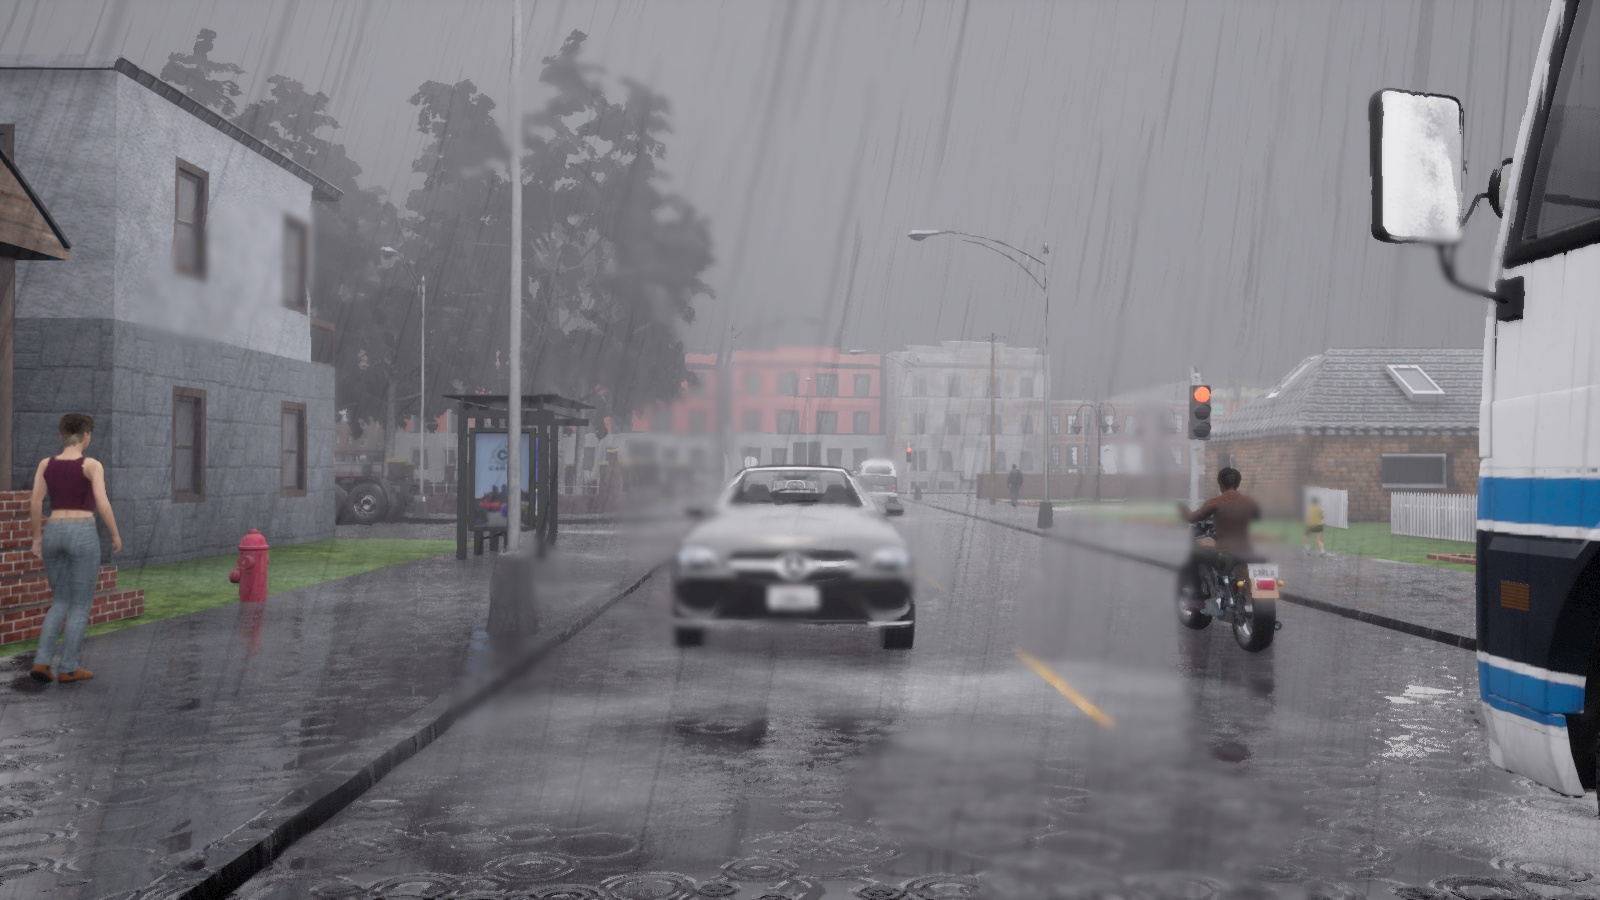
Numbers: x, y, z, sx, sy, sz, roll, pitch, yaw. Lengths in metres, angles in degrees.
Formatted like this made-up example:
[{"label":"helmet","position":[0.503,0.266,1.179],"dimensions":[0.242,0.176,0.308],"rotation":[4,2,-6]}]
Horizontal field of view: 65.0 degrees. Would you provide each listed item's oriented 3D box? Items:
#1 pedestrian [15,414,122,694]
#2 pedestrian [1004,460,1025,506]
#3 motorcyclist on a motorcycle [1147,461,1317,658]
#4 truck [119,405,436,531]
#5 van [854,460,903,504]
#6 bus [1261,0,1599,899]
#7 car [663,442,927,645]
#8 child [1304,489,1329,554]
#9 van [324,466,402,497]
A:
[{"label":"pedestrian","position":[-4.967,0.687,8.551],"dimensions":[0.345,1.836,0.594],"rotation":[0,-1,4]},{"label":"pedestrian","position":[8.842,1.356,51.786],"dimensions":[0.563,1.883,0.849],"rotation":[0,-1,-14]},{"label":"motorcyclist on a motorcycle","position":[3.954,0.946,11.733],"dimensions":[0.766,1.649,2.350],"rotation":[0,-1,0]},{"label":"truck","position":[-14.878,0.500,36.276],"dimensions":[7.936,3.462,2.891],"rotation":[0,-1,-4]},{"label":"van","position":[3.790,1.550,61.307],"dimensions":[2.069,2.038,4.480],"rotation":[0,-1,0]},{"label":"bus","position":[3.998,-0.572,0.333],"dimensions":[3.944,4.253,10.273],"rotation":[0,-1,0]},{"label":"car","position":[-0.042,0.807,12.777],"dimensions":[2.152,1.651,5.027],"rotation":[0,-1,0]},{"label":"child","position":[8.969,1.234,21.812],"dimensions":[0.255,1.110,0.394],"rotation":[0,-1,-2]},{"label":"van","position":[-28.225,2.041,81.259],"dimensions":[4.442,1.987,1.775],"rotation":[0,-1,0]}]
